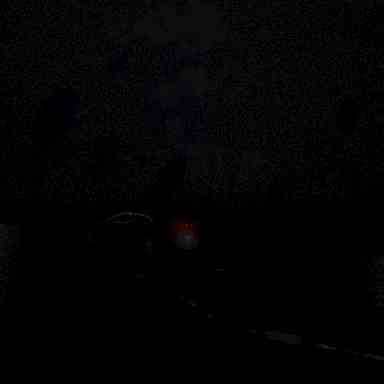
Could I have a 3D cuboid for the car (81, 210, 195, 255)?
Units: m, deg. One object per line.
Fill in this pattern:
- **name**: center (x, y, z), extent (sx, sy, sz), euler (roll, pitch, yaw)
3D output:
- **car**: center (-2.233, 1.469, 13.155), extent (4.902, 1.511, 2.128), euler (0, 0, 29)
